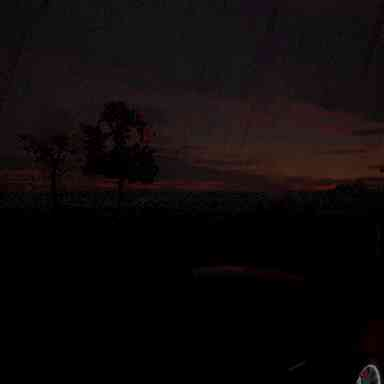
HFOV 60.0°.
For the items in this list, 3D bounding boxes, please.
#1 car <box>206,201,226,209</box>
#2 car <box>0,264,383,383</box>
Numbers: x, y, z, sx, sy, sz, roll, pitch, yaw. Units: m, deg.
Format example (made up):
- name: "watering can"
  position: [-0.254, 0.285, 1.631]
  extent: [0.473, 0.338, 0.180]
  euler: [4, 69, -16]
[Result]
- name: "car"
  position: [4.873, 2.600, 66.987]
  extent: [2.128, 1.511, 4.902]
  euler: [0, -1, -34]
- name: "car"
  position: [0.097, 1.531, 3.141]
  extent: [4.674, 1.442, 1.812]
  euler: [0, 0, -35]
